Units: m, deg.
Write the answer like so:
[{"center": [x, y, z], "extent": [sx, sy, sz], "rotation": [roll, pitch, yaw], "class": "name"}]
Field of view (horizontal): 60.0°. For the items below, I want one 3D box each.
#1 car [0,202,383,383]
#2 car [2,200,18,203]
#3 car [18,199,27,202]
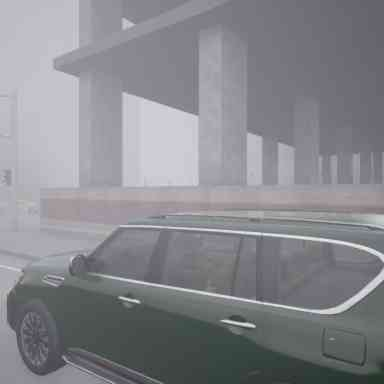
[{"center": [0.098, 1.221, 3.915], "extent": [5.566, 2.045, 2.150], "rotation": [0, 0, 36], "class": "car"}, {"center": [-18.343, 1.533, 33.797], "extent": [1.882, 1.535, 5.008], "rotation": [0, 0, 36], "class": "car"}, {"center": [-14.293, 1.547, 33.442], "extent": [2.128, 1.511, 4.902], "rotation": [0, 0, 36], "class": "car"}]
